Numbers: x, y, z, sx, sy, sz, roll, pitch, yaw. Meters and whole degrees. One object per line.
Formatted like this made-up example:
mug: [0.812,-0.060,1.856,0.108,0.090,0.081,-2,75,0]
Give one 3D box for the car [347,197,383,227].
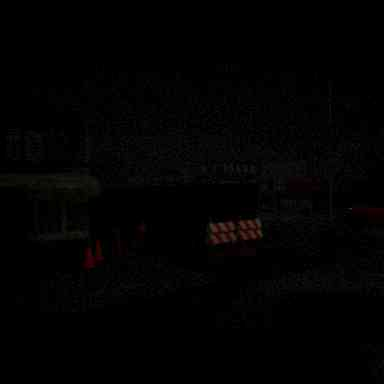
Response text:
car: [10.982,1.079,18.003,2.097,1.767,4.553,-1,0,-35]
